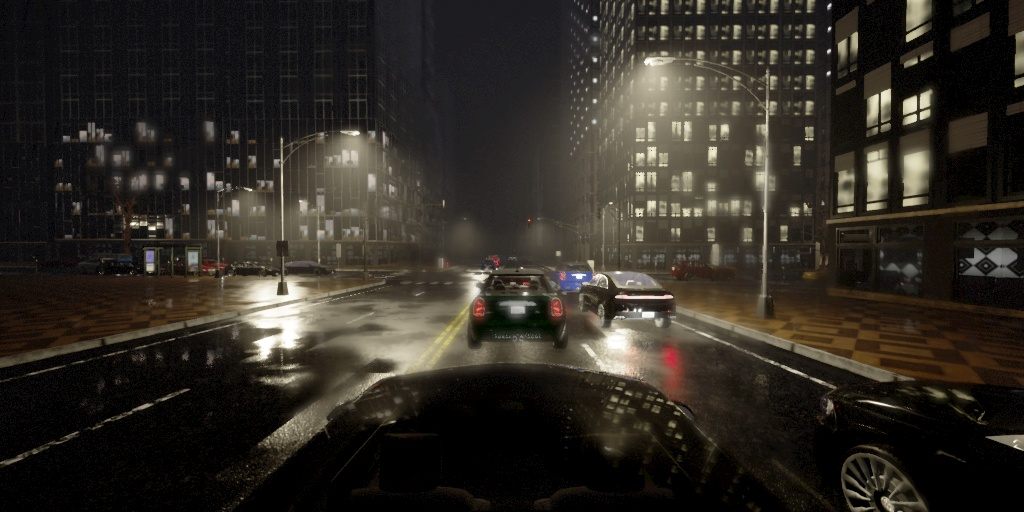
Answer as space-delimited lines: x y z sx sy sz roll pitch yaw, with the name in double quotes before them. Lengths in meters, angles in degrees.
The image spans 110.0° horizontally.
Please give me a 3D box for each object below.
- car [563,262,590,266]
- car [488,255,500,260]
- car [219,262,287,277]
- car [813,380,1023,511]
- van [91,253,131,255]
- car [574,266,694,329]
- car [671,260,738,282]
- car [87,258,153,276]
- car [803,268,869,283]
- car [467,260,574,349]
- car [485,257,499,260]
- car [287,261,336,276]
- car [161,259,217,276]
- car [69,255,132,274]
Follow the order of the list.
"car" 3.377 1.092 20.122 2.097 1.767 4.553 0 0 0
"car" -3.243 0.925 61.032 2.150 2.045 5.566 0 0 0
"car" -22.689 1.173 31.353 4.313 1.339 1.948 0 0 1
"car" 3.344 1.242 0.888 2.128 1.511 4.902 0 0 0
"van" -45.231 0.605 40.353 3.998 1.789 1.690 0 0 1
"car" 3.364 1.237 11.280 2.128 1.511 4.902 0 0 0
"car" 16.236 1.269 30.769 5.009 1.841 2.192 0 0 1
"car" -34.053 1.069 31.676 4.313 1.339 1.948 0 0 1
"car" 27.684 1.579 30.555 4.829 1.417 1.751 0 0 1
"car" 0.111 1.099 9.306 2.097 1.767 4.553 0 0 0
"car" -3.275 1.241 50.808 1.812 1.442 4.674 0 0 0
"car" -19.660 1.139 33.980 5.357 1.411 2.033 0 1 0
"car" -28.372 1.138 31.494 4.207 1.307 1.802 0 0 1
"car" -38.920 0.942 34.419 4.674 1.442 1.812 1 1 2
